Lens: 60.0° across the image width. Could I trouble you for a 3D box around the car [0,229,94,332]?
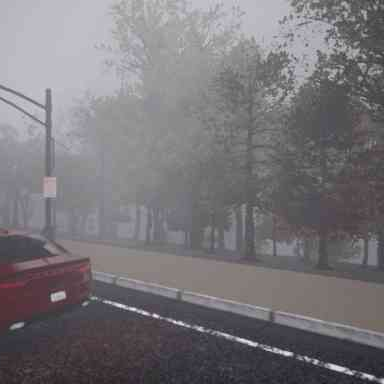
[{"bbox_3d":[-4.087,1.476,6.599,5.008,1.535,1.882,0,0,36],"label":"car"}]
